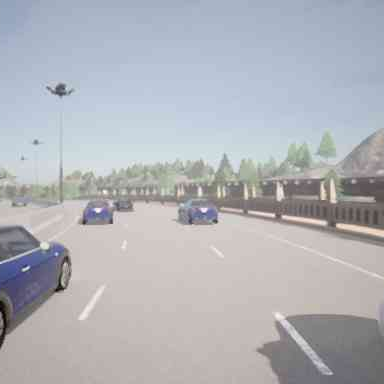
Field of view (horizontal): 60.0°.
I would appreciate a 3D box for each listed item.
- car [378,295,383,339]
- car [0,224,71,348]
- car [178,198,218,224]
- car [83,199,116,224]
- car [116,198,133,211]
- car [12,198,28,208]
[{"bbox_3d":[3.444,1.201,1.780,2.150,2.045,5.566,0,0,-1],"label":"car"},{"bbox_3d":[-3.806,1.355,6.049,2.097,1.767,4.553,0,0,-4],"label":"car"},{"bbox_3d":[0.338,1.280,24.389,2.097,1.767,4.553,0,0,-13],"label":"car"},{"bbox_3d":[-7.020,1.329,24.997,2.097,1.767,4.553,-1,0,-15],"label":"car"},{"bbox_3d":[-8.182,1.435,39.034,2.128,1.511,4.902,-1,0,-23],"label":"car"},{"bbox_3d":[-26.537,1.597,51.211,1.812,1.442,4.674,-1,0,-30],"label":"car"}]
